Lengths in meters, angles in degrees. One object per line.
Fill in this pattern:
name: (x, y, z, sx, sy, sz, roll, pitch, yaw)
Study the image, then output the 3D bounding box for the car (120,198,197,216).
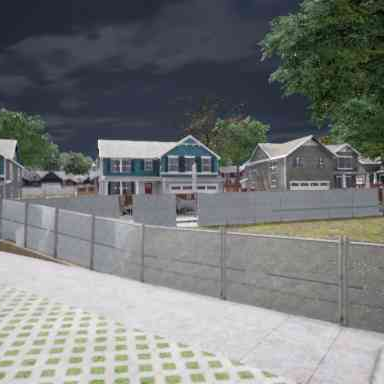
car: (-2.315, 0.985, 23.520, 5.357, 1.411, 2.033, -2, 0, -18)
